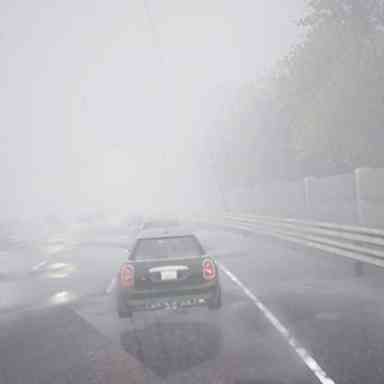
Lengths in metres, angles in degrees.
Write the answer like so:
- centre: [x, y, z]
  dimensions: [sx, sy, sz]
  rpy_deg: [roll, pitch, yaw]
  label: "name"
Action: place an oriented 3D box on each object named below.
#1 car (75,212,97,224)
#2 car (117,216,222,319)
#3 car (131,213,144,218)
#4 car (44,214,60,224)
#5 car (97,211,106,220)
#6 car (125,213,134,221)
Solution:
- centre: [-16.003, 3.890, 48.992]
  dimensions: [2.033, 1.411, 5.357]
  rpy_deg: [-3, -2, -28]
  label: "car"
- centre: [-0.647, 1.675, 8.487]
  dimensions: [2.097, 1.767, 4.553]
  rpy_deg: [-3, -1, -6]
  label: "car"
- centre: [-1.388, 1.879, 14.392]
  dimensions: [2.097, 1.767, 4.553]
  rpy_deg: [-3, -2, -8]
  label: "car"
- centre: [-22.377, 4.322, 53.110]
  dimensions: [2.128, 1.511, 4.902]
  rpy_deg: [-2, -2, -31]
  label: "car"
- centre: [-15.809, 3.995, 55.728]
  dimensions: [1.882, 1.535, 5.008]
  rpy_deg: [-2, -2, -30]
  label: "car"
- centre: [-5.960, 2.918, 35.164]
  dimensions: [2.033, 1.411, 5.357]
  rpy_deg: [-3, -2, -15]
  label: "car"
